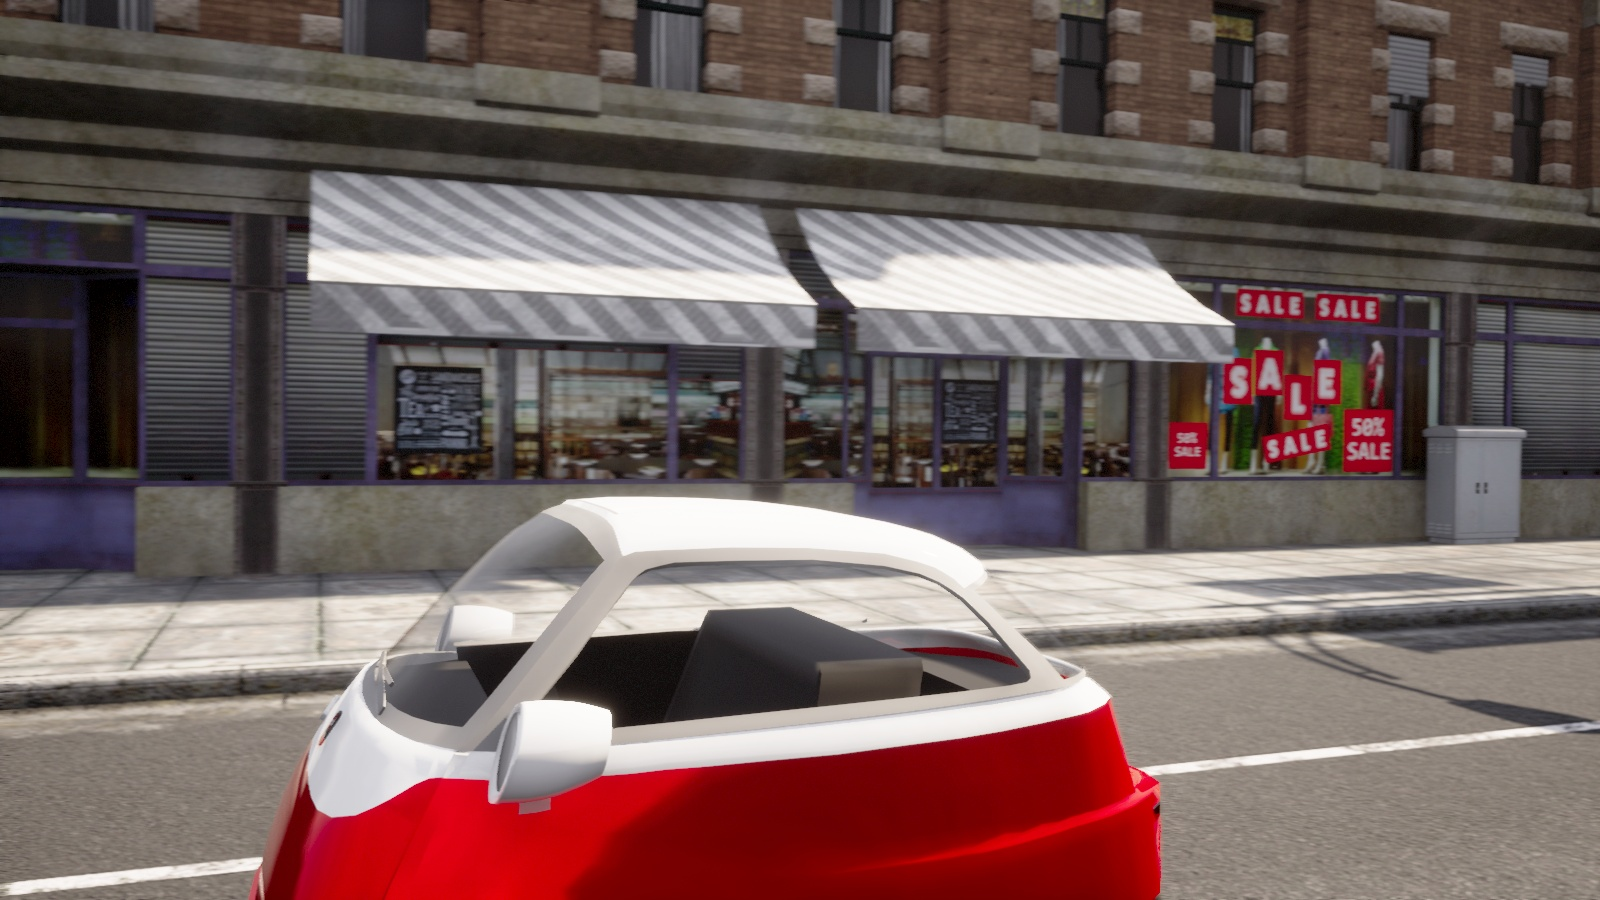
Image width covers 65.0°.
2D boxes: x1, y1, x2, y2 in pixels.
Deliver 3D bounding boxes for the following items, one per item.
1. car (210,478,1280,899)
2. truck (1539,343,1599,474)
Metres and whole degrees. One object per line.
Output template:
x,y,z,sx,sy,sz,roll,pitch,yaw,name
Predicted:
-0.200,0.804,3.164,2.207,1.376,1.481,-1,1,-21,car
25.640,-1.218,35.246,2.891,3.827,8.468,-1,1,-21,truck
